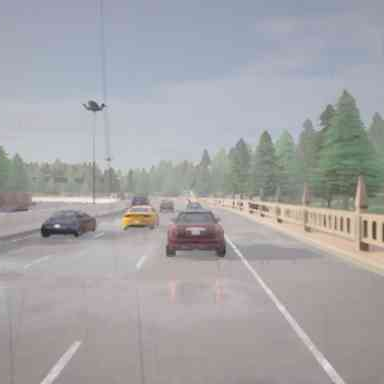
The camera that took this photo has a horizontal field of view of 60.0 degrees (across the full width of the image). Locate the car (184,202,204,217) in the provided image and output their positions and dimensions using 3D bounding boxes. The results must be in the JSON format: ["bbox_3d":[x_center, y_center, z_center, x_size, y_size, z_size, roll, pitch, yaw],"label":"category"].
[{"bbox_3d":[0.216,1.841,36.807,2.033,1.411,5.357,0,0,0],"label":"car"}]

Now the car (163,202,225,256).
[{"bbox_3d":[0.146,1.462,13.777,2.097,1.767,4.553,0,-1,0],"label":"car"}]

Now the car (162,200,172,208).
[{"bbox_3d":[-3.562,1.865,46.738,2.128,1.511,4.902,0,0,-4],"label":"car"}]

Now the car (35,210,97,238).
[{"bbox_3d":[-6.835,1.717,18.896,1.994,1.385,4.181,0,0,0],"label":"car"}]

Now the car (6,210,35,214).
[{"bbox_3d":[-13.913,1.755,25.625,2.033,1.411,5.357,0,0,0],"label":"car"}]

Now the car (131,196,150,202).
[{"bbox_3d":[-6.904,1.581,44.732,2.150,2.045,5.566,0,0,-2],"label":"car"}]

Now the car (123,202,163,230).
[{"bbox_3d":[-3.321,1.658,22.520,1.882,1.535,5.008,0,0,0],"label":"car"}]
